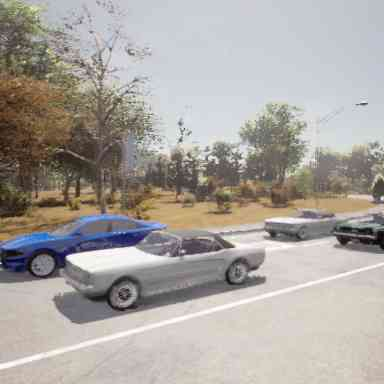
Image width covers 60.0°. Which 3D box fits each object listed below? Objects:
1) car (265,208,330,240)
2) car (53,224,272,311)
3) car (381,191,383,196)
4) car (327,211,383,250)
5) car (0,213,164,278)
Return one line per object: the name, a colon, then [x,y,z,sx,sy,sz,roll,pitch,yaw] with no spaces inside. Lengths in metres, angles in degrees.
car: [5.766,1.519,16.680,4.718,1.301,1.895,-1,0,-36]
car: [-0.517,1.590,7.867,4.718,1.301,1.895,0,0,-35]
car: [41.093,0.336,69.673,1.837,1.490,4.892,0,1,-8]
car: [8.015,1.518,13.986,4.718,1.301,1.895,-1,0,-36]
car: [-3.084,1.468,10.332,5.008,1.535,1.882,-1,1,-35]
